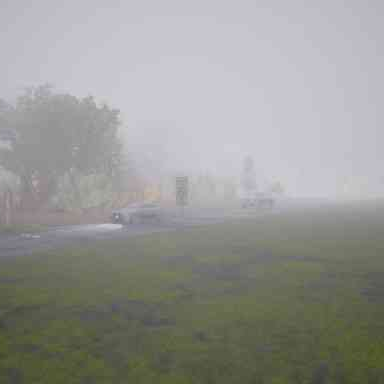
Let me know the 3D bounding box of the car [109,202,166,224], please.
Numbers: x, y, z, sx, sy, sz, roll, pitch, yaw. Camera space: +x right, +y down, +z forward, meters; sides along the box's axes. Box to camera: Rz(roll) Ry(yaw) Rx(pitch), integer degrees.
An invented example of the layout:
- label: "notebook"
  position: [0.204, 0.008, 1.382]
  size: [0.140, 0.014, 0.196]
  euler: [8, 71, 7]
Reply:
- label: "car"
  position: [-3.706, 1.409, 23.198]
  size: [1.994, 1.385, 4.181]
  euler: [0, 1, 36]

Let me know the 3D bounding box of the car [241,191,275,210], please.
- label: "car"
  position: [7.772, 0.900, 38.635]
  size: [2.150, 2.045, 5.566]
  euler: [0, 1, 37]
